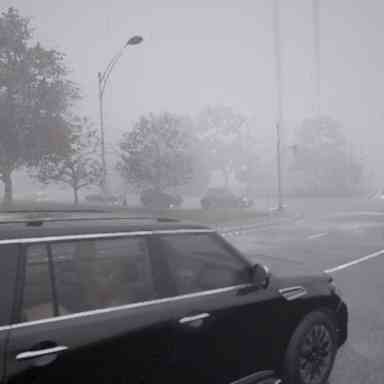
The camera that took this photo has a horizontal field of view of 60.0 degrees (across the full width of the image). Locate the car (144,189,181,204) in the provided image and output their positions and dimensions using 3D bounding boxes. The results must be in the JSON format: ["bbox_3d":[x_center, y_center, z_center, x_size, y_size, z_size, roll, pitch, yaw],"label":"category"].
[{"bbox_3d":[-3.908,0.559,44.196,4.553,1.767,2.097,1,3,34],"label":"car"}]

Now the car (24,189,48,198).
[{"bbox_3d":[-25.635,0.248,54.580,4.674,1.442,1.812,2,4,33],"label":"car"}]

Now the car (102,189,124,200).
[{"bbox_3d":[-12.162,0.338,49.704,4.553,1.767,2.097,2,4,34],"label":"car"}]

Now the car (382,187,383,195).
[{"bbox_3d":[28.167,-0.255,47.110,1.994,1.385,4.181,-1,2,32],"label":"car"}]

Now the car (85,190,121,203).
[{"bbox_3d":[-12.422,0.799,45.684,4.718,1.301,1.895,2,4,34],"label":"car"}]

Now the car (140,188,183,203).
[{"bbox_3d":[-3.699,0.614,39.844,5.566,2.045,2.150,1,3,34],"label":"car"}]

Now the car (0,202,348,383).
[{"bbox_3d":[-0.676,1.214,3.441,5.566,2.045,2.150,1,0,-36],"label":"car"}]

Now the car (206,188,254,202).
[{"bbox_3d":[4.161,0.764,34.605,4.553,1.767,2.097,0,2,34],"label":"car"}]
